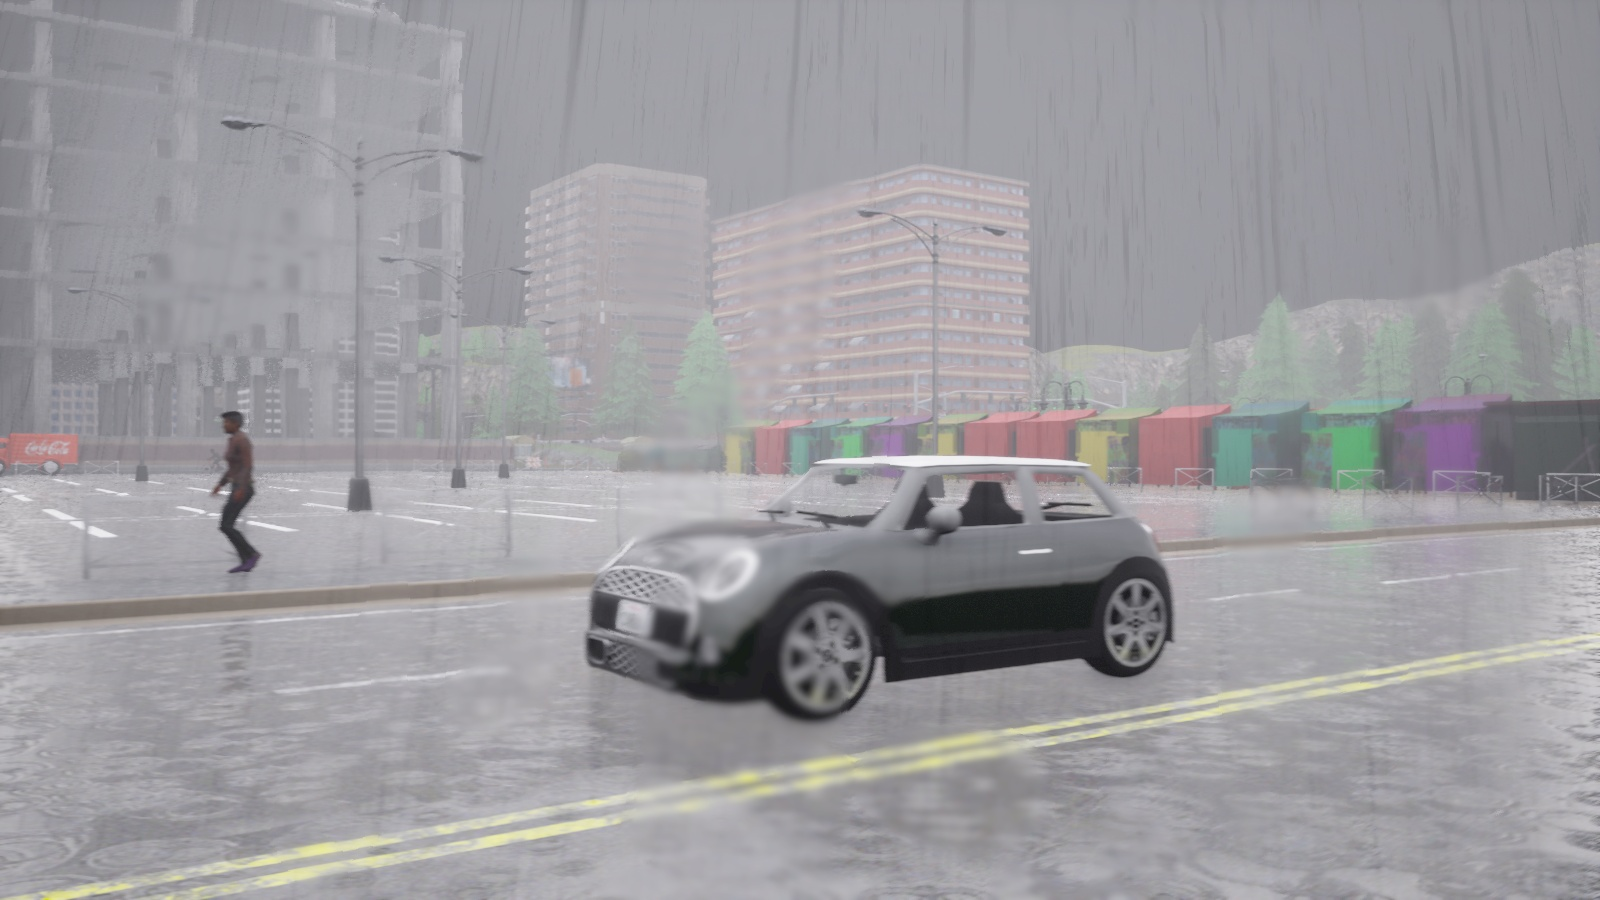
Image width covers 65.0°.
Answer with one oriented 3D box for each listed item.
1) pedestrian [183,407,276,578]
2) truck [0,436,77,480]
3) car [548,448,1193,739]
[{"bbox_3d":[-6.201,0.448,13.655,0.869,1.805,0.328,0,0,-36],"label":"pedestrian"},{"bbox_3d":[-45.067,0.468,72.858,5.204,2.467,2.627,0,0,-36],"label":"truck"},{"bbox_3d":[0.525,0.729,8.241,3.806,1.475,1.970,0,0,-34],"label":"car"}]
